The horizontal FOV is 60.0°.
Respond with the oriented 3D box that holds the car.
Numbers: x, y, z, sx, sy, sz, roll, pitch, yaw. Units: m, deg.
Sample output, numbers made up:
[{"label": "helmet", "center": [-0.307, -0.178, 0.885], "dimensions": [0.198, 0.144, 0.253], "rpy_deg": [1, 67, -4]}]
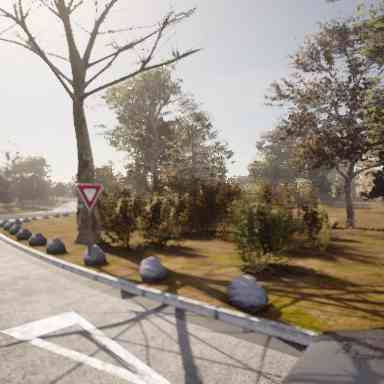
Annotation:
[{"label": "car", "center": [3.120, 1.553, 1.631], "dimensions": [5.357, 1.411, 2.033], "rpy_deg": [0, 0, 34]}]
